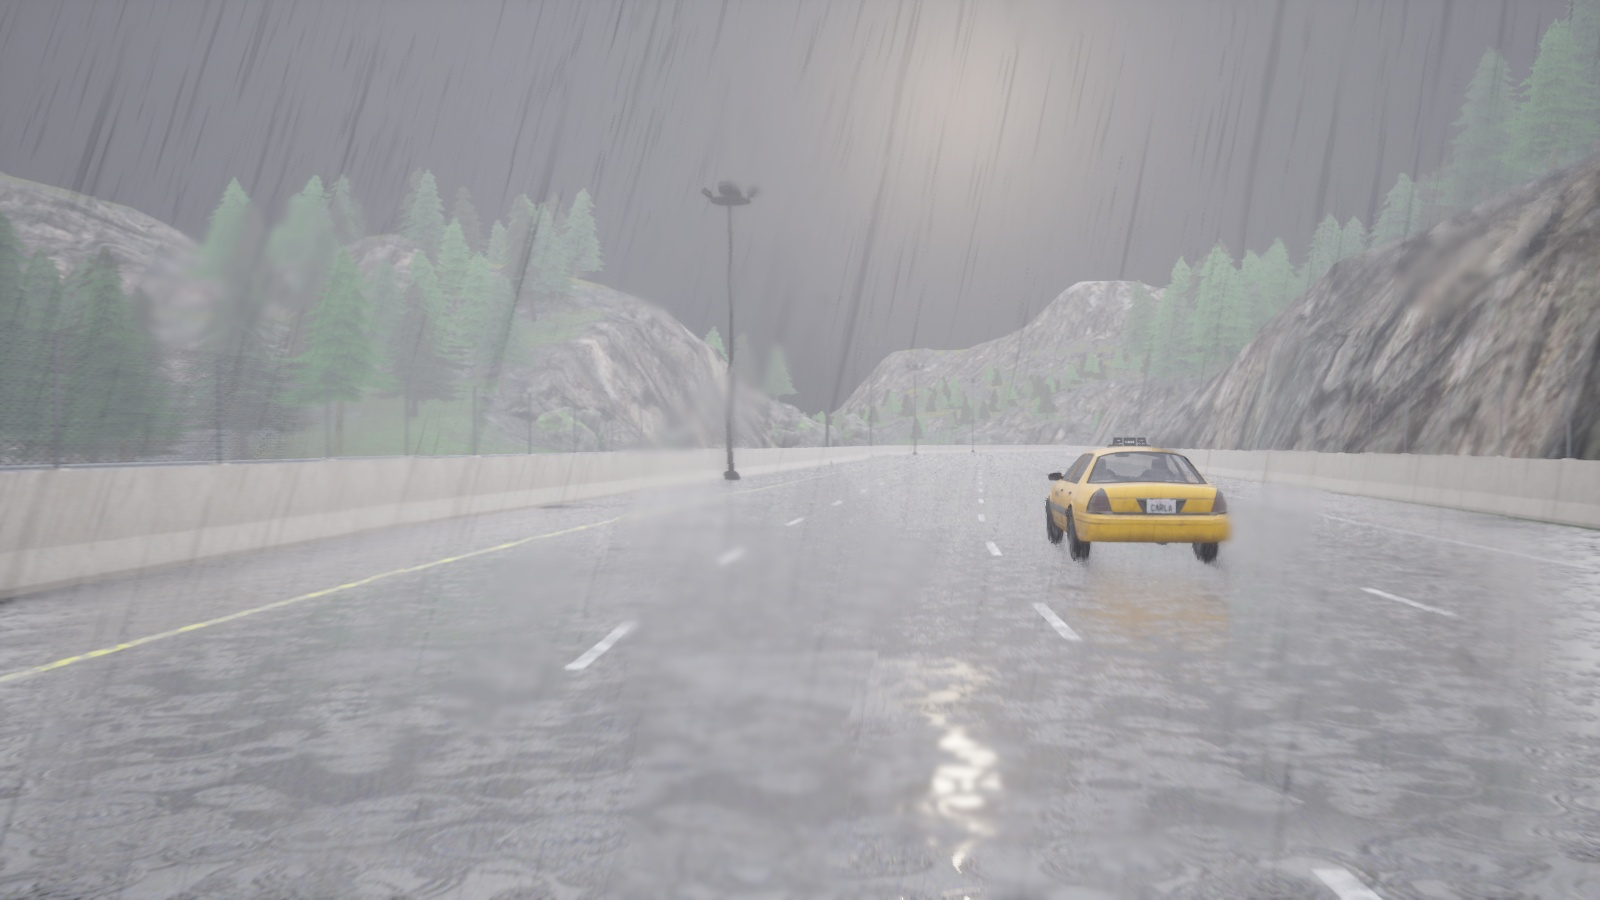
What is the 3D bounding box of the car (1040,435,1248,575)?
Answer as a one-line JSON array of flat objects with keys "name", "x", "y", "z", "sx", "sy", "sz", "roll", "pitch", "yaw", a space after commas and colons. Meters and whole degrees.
[{"name": "car", "x": 4.410, "y": 0.603, "z": 16.917, "sx": 1.801, "sy": 1.575, "sz": 5.366, "roll": 0, "pitch": 0, "yaw": 6}]
